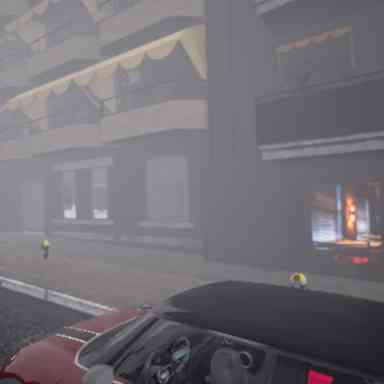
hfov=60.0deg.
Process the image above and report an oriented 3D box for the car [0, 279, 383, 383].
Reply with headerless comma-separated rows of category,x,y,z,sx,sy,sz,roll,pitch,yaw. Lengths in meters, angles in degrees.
car,0.225,1.453,2.543,4.097,1.590,1.967,-1,-2,36
